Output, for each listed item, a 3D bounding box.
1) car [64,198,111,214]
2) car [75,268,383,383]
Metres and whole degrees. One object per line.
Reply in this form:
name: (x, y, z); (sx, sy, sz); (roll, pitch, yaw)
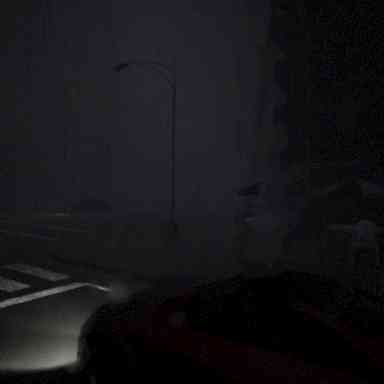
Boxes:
car: (-9.514, 1.243, 30.455); (1.994, 1.385, 4.181); (1, 1, 36)
car: (0.689, 1.544, 3.476); (4.181, 1.385, 1.994); (1, 1, 36)
